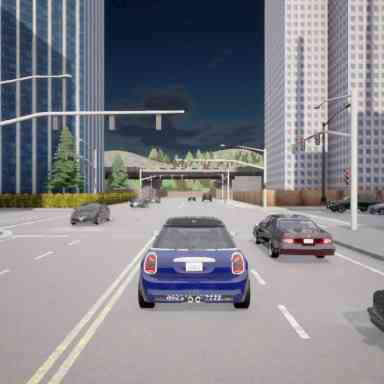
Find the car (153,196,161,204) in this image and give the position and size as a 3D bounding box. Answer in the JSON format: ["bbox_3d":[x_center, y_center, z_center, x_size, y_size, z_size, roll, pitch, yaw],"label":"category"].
[{"bbox_3d":[-7.085,1.492,63.468,2.128,1.511,4.902,0,0,0],"label":"car"}]

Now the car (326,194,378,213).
[{"bbox_3d":[17.825,1.221,36.667,5.566,2.045,2.150,0,0,0],"label":"car"}]

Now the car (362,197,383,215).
[{"bbox_3d":[20.003,1.526,33.134,4.674,1.442,1.812,0,0,0],"label":"car"}]

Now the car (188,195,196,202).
[{"bbox_3d":[-0.040,1.501,77.749,1.812,1.442,4.674,0,0,0],"label":"car"}]

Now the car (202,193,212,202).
[{"bbox_3d":[3.460,1.203,77.780,2.150,2.045,5.566,0,0,0],"label":"car"}]

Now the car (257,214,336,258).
[{"bbox_3d":[3.604,1.547,12.688,2.033,1.411,5.357,0,0,1],"label":"car"}]

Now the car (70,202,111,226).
[{"bbox_3d":[-7.112,1.504,23.720,1.837,1.490,4.892,0,0,0],"label":"car"}]

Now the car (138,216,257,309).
[{"bbox_3d":[0.055,1.352,8.059,2.097,1.767,4.553,0,0,0],"label":"car"}]

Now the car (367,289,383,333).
[{"bbox_3d":[3.600,1.547,2.620,2.033,1.411,5.357,0,0,0],"label":"car"}]

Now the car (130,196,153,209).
[{"bbox_3d":[-7.247,1.492,45.948,2.128,1.511,4.902,0,0,3],"label":"car"}]
